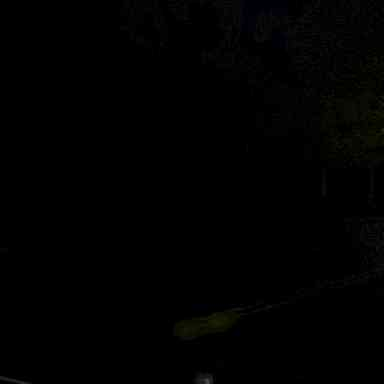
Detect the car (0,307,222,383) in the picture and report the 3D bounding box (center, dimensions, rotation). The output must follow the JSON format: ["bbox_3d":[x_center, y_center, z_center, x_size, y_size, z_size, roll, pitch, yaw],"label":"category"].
[{"bbox_3d":[-1.968,1.505,2.035,4.892,1.490,1.837,0,0,-36],"label":"car"}]
